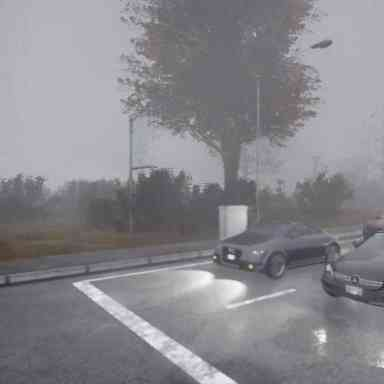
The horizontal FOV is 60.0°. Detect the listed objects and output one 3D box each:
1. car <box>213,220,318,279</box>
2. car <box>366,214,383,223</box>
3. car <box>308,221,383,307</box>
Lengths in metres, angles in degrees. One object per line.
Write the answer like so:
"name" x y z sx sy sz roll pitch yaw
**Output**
"car" 2.689 1.589 10.211 4.181 1.385 1.994 0 0 -36
"car" 9.800 1.523 15.299 5.008 1.535 1.882 0 0 -36
"car" 4.871 1.552 7.467 4.674 1.442 1.812 0 0 -36
